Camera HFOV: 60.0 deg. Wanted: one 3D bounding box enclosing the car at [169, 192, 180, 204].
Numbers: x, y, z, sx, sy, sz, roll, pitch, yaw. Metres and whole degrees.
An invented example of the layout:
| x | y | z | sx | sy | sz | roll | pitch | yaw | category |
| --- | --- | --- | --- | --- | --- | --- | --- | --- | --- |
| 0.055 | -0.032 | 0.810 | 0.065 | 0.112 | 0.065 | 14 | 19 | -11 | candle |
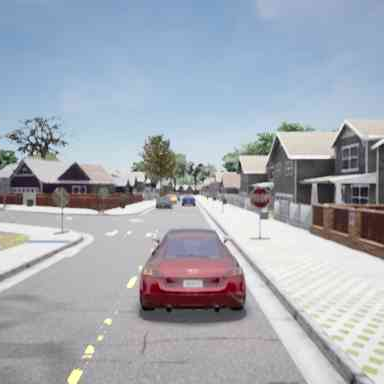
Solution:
| x | y | z | sx | sy | sz | roll | pitch | yaw | category |
| --- | --- | --- | --- | --- | --- | --- | --- | --- | --- |
| -3.472 | 1.190 | 54.740 | 1.882 | 1.535 | 5.008 | 0 | 0 | 0 | car |

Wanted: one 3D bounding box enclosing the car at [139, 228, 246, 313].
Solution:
| x | y | z | sx | sy | sz | roll | pitch | yaw | category |
| --- | --- | --- | --- | --- | --- | --- | --- | --- | --- |
| -0.003 | 1.515 | 7.669 | 1.994 | 1.385 | 4.181 | 0 | 0 | -1 | car |

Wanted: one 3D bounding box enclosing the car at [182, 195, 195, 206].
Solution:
| x | y | z | sx | sy | sz | roll | pitch | yaw | category |
| --- | --- | --- | --- | --- | --- | --- | --- | --- | --- |
| -0.492 | 1.210 | 49.596 | 1.882 | 1.535 | 5.008 | 0 | 0 | -1 | car |

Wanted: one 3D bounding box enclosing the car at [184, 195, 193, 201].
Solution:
| x | y | z | sx | sy | sz | roll | pitch | yaw | category |
| --- | --- | --- | --- | --- | --- | --- | --- | --- | --- |
| -0.797 | 1.259 | 70.846 | 1.895 | 1.301 | 4.718 | 0 | 0 | -1 | car |

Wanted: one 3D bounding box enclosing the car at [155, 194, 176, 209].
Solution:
| x | y | z | sx | sy | sz | roll | pitch | yaw | category |
| --- | --- | --- | --- | --- | --- | --- | --- | --- | --- |
| -3.313 | 1.276 | 39.983 | 1.837 | 1.490 | 4.892 | 0 | 0 | -1 | car |
